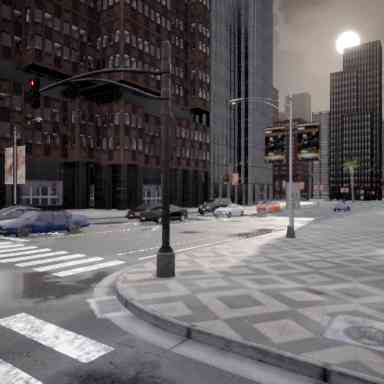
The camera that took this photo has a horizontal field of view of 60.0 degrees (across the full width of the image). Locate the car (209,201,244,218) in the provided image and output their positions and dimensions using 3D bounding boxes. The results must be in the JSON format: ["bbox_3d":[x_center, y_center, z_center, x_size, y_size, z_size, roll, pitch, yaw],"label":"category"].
[{"bbox_3d":[4.204,2.023,36.946,1.812,1.442,4.674,0,-1,35],"label":"car"}]

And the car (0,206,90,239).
[{"bbox_3d":[-8.482,1.727,19.037,2.033,1.411,5.357,0,-1,35],"label":"car"}]

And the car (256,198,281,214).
[{"bbox_3d":[10.565,2.013,45.863,2.097,1.767,4.553,0,-1,36],"label":"car"}]

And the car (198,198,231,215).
[{"bbox_3d":[2.974,1.752,40.827,2.150,2.045,5.566,0,-1,35],"label":"car"}]

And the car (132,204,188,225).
[{"bbox_3d":[-2.307,1.811,27.758,1.882,1.535,5.008,0,-1,35],"label":"car"}]

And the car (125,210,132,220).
[{"bbox_3d":[-4.165,1.914,30.765,1.994,1.385,4.181,0,-1,35],"label":"car"}]

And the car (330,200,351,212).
[{"bbox_3d":[24.254,2.430,53.675,2.033,1.411,5.357,0,-1,34],"label":"car"}]
